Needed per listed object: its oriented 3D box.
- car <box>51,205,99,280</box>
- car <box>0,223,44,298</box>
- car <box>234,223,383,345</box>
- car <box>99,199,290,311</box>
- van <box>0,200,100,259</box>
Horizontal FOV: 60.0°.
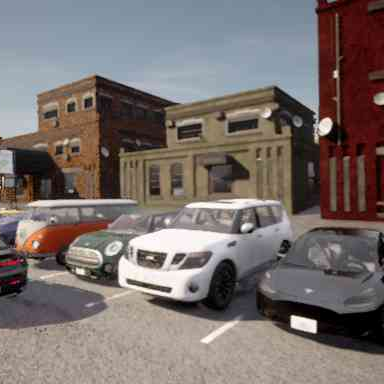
[{"bbox_3d":[-1.458,1.361,10.020,2.185,1.767,4.553,0,0,35],"label":"car"},{"bbox_3d":[-5.515,1.512,7.295,4.892,1.490,1.837,0,0,35],"label":"car"},{"bbox_3d":[3.004,1.512,6.774,2.163,1.488,4.792,0,0,35],"label":"car"},{"bbox_3d":[0.756,1.234,8.373,2.435,2.045,5.566,0,0,35],"label":"car"},{"bbox_3d":[-3.791,1.261,11.497,1.878,1.987,4.442,0,0,35],"label":"van"}]
